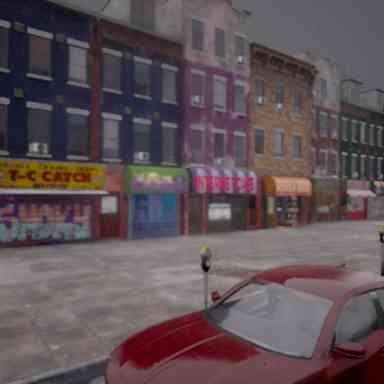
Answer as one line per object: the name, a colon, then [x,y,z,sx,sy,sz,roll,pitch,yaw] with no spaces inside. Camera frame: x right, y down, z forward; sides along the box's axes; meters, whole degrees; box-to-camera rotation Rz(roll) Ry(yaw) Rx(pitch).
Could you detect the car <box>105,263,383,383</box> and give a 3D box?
car: [1.273,1.575,3.717,4.507,1.381,1.887,1,-1,-35]
